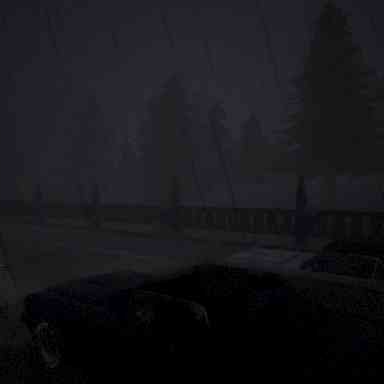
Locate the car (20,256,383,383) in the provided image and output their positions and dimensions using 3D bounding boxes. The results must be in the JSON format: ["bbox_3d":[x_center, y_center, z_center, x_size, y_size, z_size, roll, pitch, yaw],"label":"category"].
[{"bbox_3d":[-0.056,1.602,4.033,4.718,1.301,1.895,0,0,36],"label":"car"}]

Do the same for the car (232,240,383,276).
[{"bbox_3d":[2.798,1.601,6.295,4.718,1.301,1.895,0,0,36],"label":"car"}]
